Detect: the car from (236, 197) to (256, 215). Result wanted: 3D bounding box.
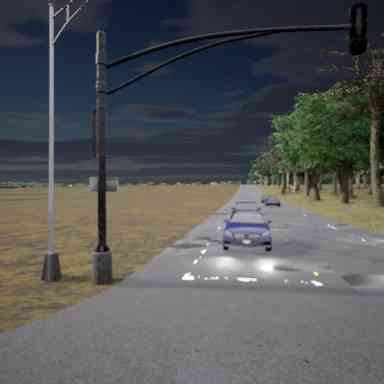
[{"bbox_3d":[5.435,1.382,33.406,1.882,1.535,5.008,0,0,9],"label":"car"}]

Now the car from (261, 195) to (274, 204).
[{"bbox_3d":[12.964,1.251,57.193,1.994,1.385,4.181,0,1,9],"label":"car"}]

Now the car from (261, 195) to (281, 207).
[{"bbox_3d":[11.405,1.352,47.318,1.994,1.385,4.181,0,0,8],"label":"car"}]

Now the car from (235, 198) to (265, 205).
[{"bbox_3d":[3.821,1.447,23.312,1.882,1.535,5.008,0,0,9],"label":"car"}]

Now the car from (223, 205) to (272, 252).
[{"bbox_3d":[2.377,1.527,14.218,1.812,1.442,4.674,0,0,10],"label":"car"}]
